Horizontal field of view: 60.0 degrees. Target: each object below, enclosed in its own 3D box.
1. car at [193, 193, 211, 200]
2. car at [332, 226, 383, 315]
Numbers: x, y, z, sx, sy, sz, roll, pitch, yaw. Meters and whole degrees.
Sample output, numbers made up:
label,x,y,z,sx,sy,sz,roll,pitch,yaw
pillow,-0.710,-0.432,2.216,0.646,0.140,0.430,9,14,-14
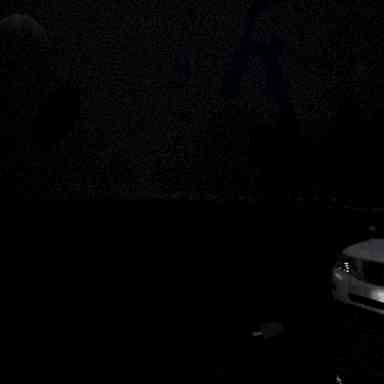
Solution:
label,x,y,z,sx,sy,sz,roll,pitch,yaw
car,2.173,1.073,74.747,2.128,1.511,4.902,-1,1,-36
car,5.216,1.311,6.787,5.566,2.045,2.150,1,0,-35
